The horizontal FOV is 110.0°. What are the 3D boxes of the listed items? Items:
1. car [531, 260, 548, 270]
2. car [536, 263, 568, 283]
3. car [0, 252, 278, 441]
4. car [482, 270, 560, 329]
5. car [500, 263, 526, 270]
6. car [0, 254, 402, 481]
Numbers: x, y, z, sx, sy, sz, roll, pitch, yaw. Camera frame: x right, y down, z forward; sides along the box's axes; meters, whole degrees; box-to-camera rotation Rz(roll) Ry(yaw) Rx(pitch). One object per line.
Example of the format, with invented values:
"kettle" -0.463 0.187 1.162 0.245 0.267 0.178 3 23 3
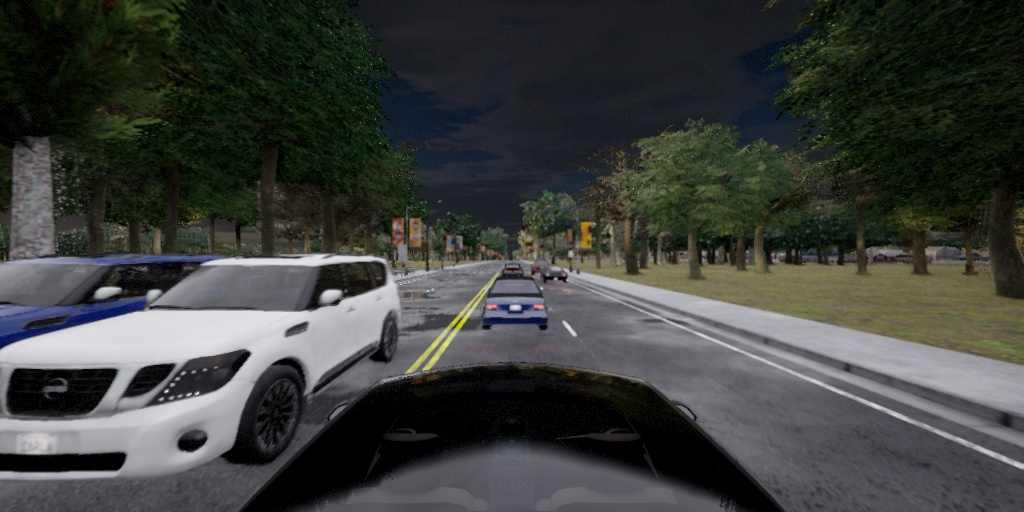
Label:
"car" 3.245 1.256 41.031 2.097 1.767 4.553 0 0 0
"car" 3.305 1.458 29.304 1.895 1.301 4.718 0 0 0
"car" -6.610 0.979 5.703 2.150 2.045 5.566 0 0 0
"car" 0.081 1.333 11.388 2.033 1.411 5.357 0 0 0
"car" 0.050 1.361 30.093 1.837 1.490 4.892 0 0 0
"car" -3.359 0.981 5.297 2.150 2.045 5.566 0 0 0
